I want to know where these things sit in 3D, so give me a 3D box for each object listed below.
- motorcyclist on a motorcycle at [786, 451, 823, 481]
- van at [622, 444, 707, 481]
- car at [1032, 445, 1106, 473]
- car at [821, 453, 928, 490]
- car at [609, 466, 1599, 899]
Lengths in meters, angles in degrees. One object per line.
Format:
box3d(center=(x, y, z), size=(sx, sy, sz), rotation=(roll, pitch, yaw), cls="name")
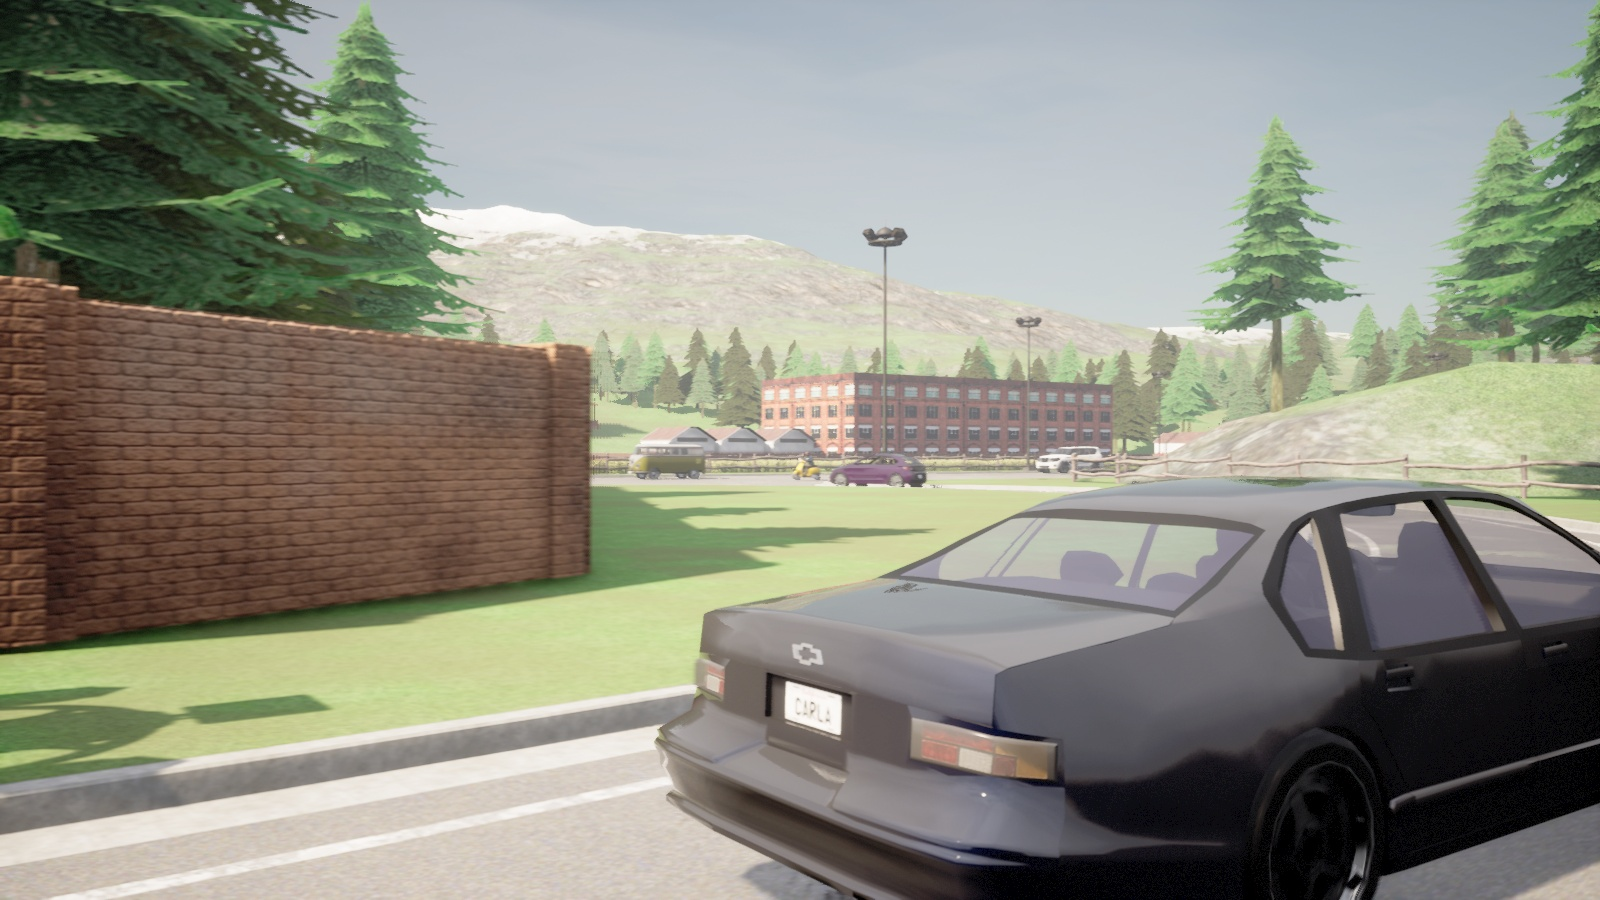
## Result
box3d(center=(0.255, 0.863, 67.334), size=(1.817, 1.590, 0.866), rotation=(0, 0, -35), cls="motorcyclist on a motorcycle")
box3d(center=(-7.590, 0.686, 70.419), size=(4.442, 1.987, 1.775), rotation=(0, 0, -35), cls="van")
box3d(center=(20.121, 0.651, 93.813), size=(5.566, 2.045, 2.150), rotation=(0, 0, -34), cls="car")
box3d(center=(3.112, 0.881, 52.863), size=(4.193, 1.474, 1.816), rotation=(0, 0, 35), cls="car")
box3d(center=(2.107, 0.800, 5.125), size=(5.357, 1.411, 2.033), rotation=(0, 0, -35), cls="car")
